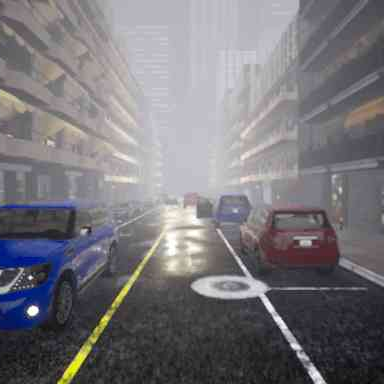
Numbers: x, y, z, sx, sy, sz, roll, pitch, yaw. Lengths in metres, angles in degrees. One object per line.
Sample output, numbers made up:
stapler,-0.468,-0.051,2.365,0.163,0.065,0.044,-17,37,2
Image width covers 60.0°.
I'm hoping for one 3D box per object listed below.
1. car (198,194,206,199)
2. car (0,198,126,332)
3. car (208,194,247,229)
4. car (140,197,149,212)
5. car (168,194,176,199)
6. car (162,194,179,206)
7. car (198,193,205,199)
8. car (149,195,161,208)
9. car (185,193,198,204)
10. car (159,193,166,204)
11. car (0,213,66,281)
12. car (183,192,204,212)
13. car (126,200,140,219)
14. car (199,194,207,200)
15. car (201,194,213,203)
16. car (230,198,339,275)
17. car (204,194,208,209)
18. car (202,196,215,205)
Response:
car,2.650,1.172,88.630,2.008,1.369,4.403,-1,0,0
car,-3.102,1.190,7.110,2.150,2.045,5.566,0,0,0
car,2.385,1.130,21.066,2.150,2.045,5.566,0,0,0
car,-5.711,1.440,32.636,1.802,1.307,4.206,-1,0,0
car,-5.732,1.148,94.257,2.008,1.369,4.403,-1,0,0
car,-3.077,1.344,50.882,1.994,1.385,4.181,0,0,0
car,2.648,1.123,94.402,1.752,1.417,4.829,-1,0,0
car,-5.715,1.361,43.840,2.008,1.369,4.403,-1,0,0
car,-0.019,1.110,55.980,2.097,1.767,4.553,0,0,0
car,-5.719,1.313,55.044,2.008,1.369,4.403,-1,0,0
car,-5.711,1.506,10.228,2.008,1.369,4.403,-1,0,0
car,0.015,1.039,41.916,2.150,2.045,5.566,0,0,0
car,-5.709,1.464,27.034,1.802,1.307,4.206,-1,0,0
car,2.652,1.211,83.028,1.947,1.339,4.313,-1,0,0
car,2.658,1.179,60.619,1.967,1.590,4.097,-1,0,0
car,2.673,1.270,10.201,2.192,1.841,5.009,-1,0,0
car,2.663,1.311,49.586,1.752,1.417,4.829,-1,0,0
car,2.661,1.328,55.018,1.947,1.339,4.313,-1,0,0
